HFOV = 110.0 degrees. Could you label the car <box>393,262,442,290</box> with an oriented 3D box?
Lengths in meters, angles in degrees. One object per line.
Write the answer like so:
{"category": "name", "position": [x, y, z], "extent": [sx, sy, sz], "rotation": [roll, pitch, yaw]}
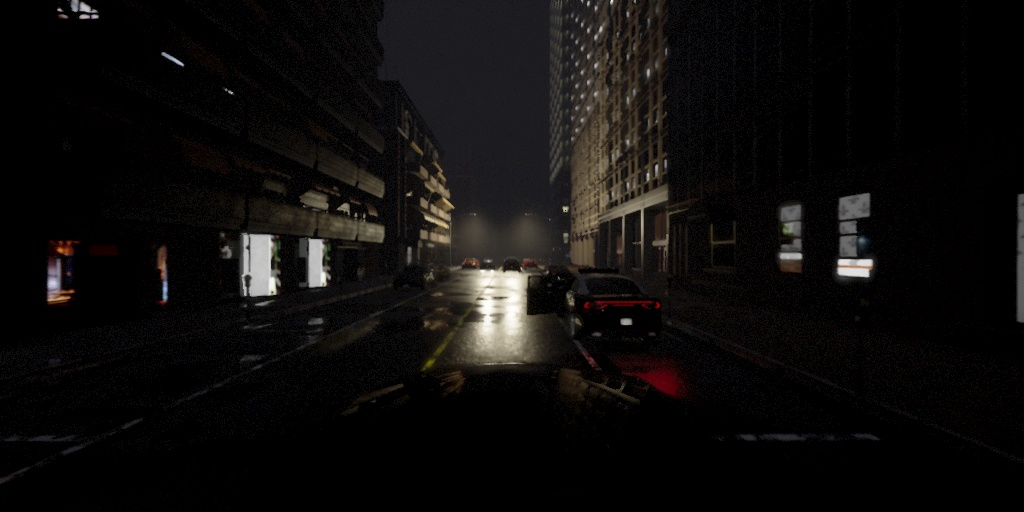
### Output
{"category": "car", "position": [-5.747, 1.229, 21.619], "extent": [1.948, 1.339, 4.313], "rotation": [0, 0, 0]}

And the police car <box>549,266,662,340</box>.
{"category": "police car", "position": [2.346, 1.138, 9.963], "extent": [1.930, 1.638, 5.238], "rotation": [0, 0, 0]}

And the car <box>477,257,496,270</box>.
{"category": "car", "position": [-3.147, 1.126, 47.699], "extent": [1.994, 1.385, 4.181], "rotation": [0, 0, 0]}

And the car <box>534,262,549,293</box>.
{"category": "car", "position": [2.634, 1.229, 21.644], "extent": [1.948, 1.339, 4.313], "rotation": [0, 0, 0]}

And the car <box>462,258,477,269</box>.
{"category": "car", "position": [-5.829, 0.993, 49.861], "extent": [1.967, 1.591, 4.097], "rotation": [0, 0, 0]}

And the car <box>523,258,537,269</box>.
{"category": "car", "position": [2.551, 1.098, 49.886], "extent": [1.888, 1.381, 4.507], "rotation": [0, 0, 0]}

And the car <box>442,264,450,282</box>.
{"category": "car", "position": [-5.763, 1.166, 27.098], "extent": [1.751, 1.417, 4.829], "rotation": [0, 0, 0]}

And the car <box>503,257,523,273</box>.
{"category": "car", "position": [-0.029, 1.067, 40.421], "extent": [1.882, 1.535, 5.008], "rotation": [0, 0, 0]}
